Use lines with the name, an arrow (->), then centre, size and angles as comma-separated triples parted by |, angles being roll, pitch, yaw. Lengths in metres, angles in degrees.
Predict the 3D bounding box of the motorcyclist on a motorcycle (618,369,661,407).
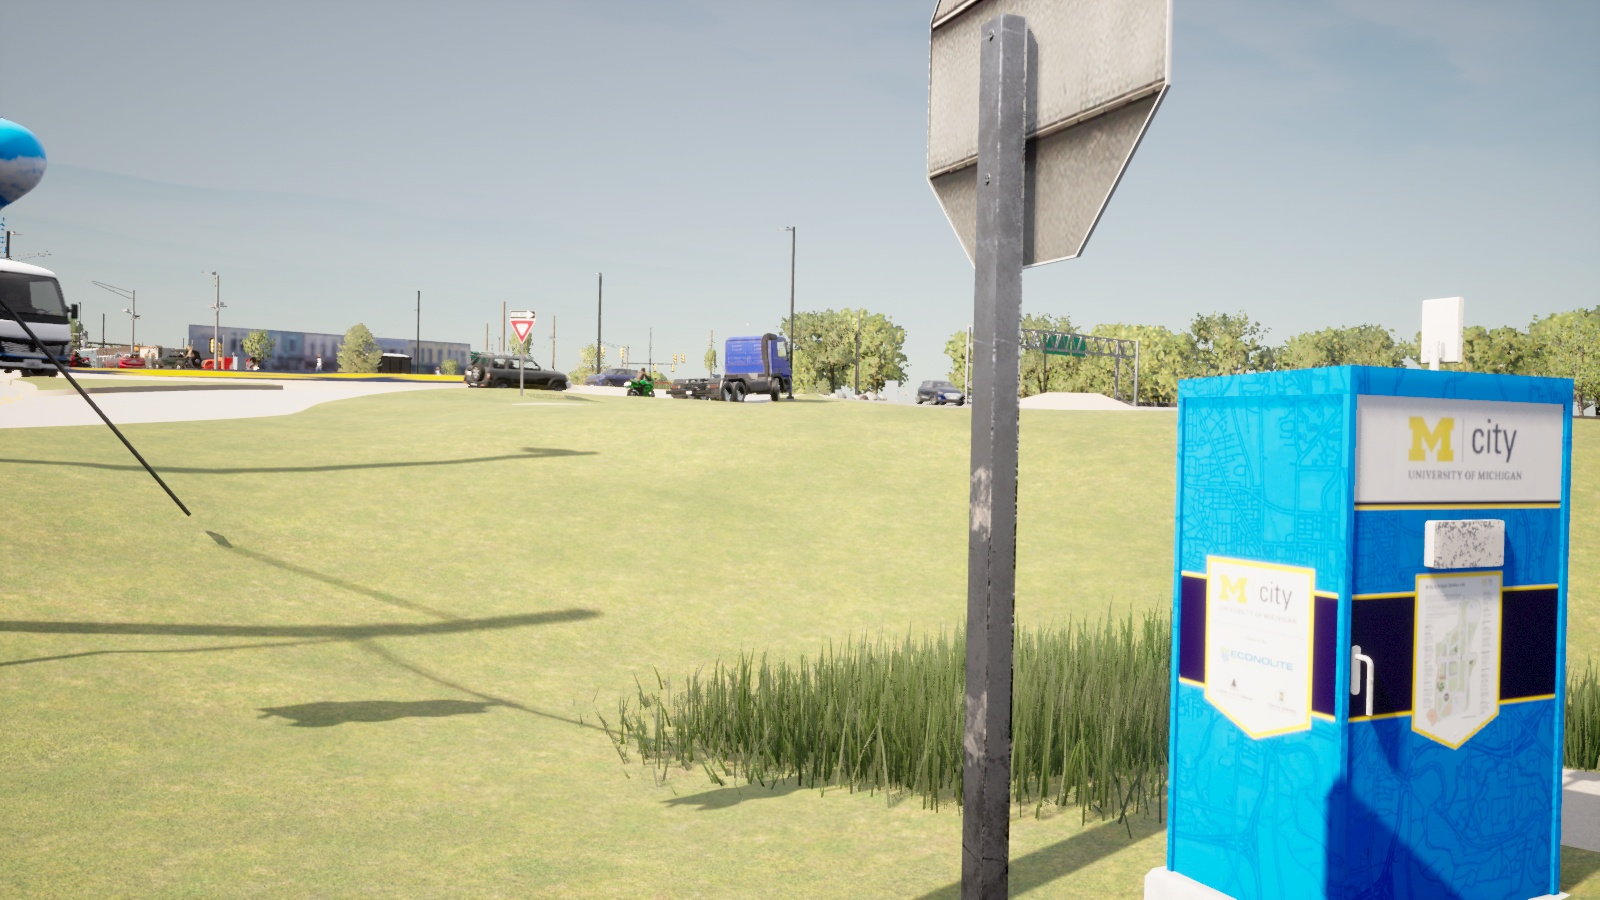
motorcyclist on a motorcycle -> -6.850, -2.639, 53.777 | 0.797, 1.523, 2.044 | 0, 1, 28

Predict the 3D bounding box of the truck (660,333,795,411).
truck -> -3.426, -3.934, 62.047 | 2.891, 3.462, 7.936 | -1, 5, 27

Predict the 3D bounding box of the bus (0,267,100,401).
bus -> -29.899, -3.876, 43.751 | 10.273, 4.253, 3.944 | 1, 1, 21

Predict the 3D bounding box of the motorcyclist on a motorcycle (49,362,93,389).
motorcyclist on a motorcycle -> -42.711, -4.343, 73.567 | 0.797, 1.523, 2.044 | 2, 3, 31

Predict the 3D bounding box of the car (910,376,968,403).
car -> 8.842, -3.861, 80.203 | 2.033, 1.649, 4.856 | 0, 3, -15

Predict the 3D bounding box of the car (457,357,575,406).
car -> -12.248, -2.929, 54.304 | 1.932, 1.855, 4.605 | 9, 7, 42

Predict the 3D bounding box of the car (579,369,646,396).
car -> -13.699, -4.904, 91.861 | 2.097, 1.767, 4.553 | 1, 1, 41
